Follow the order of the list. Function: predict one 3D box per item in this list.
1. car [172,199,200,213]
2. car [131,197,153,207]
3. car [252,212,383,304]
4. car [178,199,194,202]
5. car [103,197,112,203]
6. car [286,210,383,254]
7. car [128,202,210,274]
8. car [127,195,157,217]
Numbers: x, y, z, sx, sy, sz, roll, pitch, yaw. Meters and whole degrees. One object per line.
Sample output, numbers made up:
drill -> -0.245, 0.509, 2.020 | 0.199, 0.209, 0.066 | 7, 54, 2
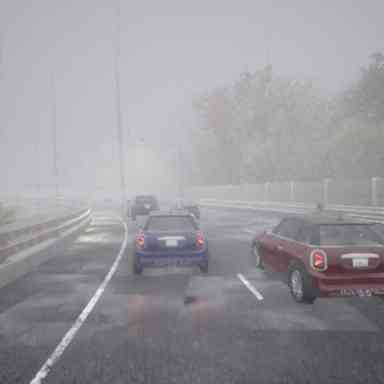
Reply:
car -> -0.788, 1.593, 39.684 | 1.812, 1.442, 4.674 | 0, 0, -21
car -> -8.366, 1.611, 55.743 | 2.128, 1.511, 4.902 | 0, 0, -28
car -> 3.003, 1.352, 8.370 | 2.097, 1.767, 4.553 | 0, 0, -4
car -> -0.675, 1.552, 28.579 | 1.837, 1.490, 4.892 | 0, 0, -15
car -> -19.895, 1.793, 78.120 | 1.895, 1.301, 4.718 | 0, 0, -18
car -> 5.850, 1.565, 14.289 | 1.994, 1.385, 4.181 | 0, 0, -7
car -> -0.757, 1.372, 10.900 | 2.097, 1.767, 4.553 | 0, 0, -6
car -> -4.239, 1.282, 28.430 | 2.150, 2.045, 5.566 | 0, 0, -17
